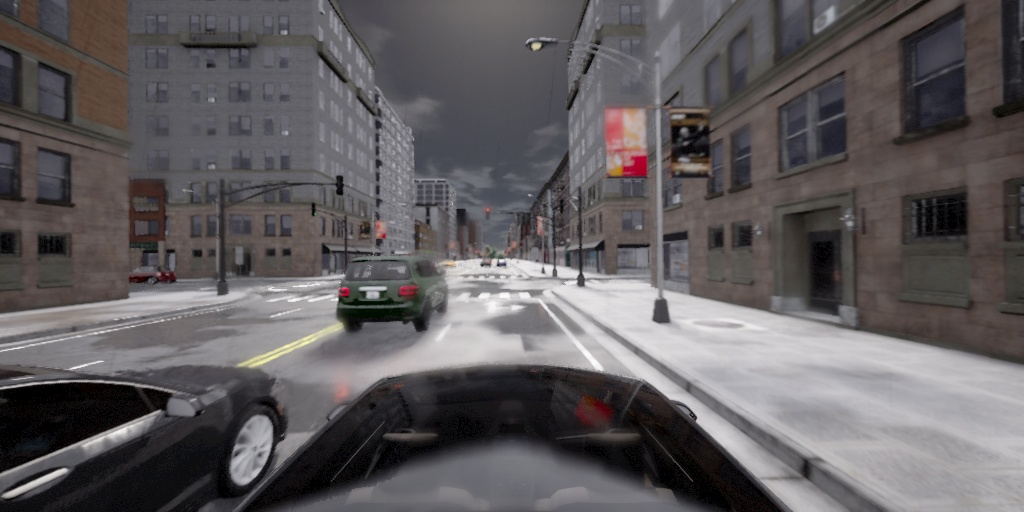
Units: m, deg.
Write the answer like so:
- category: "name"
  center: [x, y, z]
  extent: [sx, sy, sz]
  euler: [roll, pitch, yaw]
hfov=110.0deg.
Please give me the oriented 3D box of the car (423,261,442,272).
- category: "car"
  center: [-11.247, 1.484, 51.037]
  extent: [1.812, 1.442, 4.674]
  euler: [-1, 0, -1]

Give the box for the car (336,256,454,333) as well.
- category: "car"
  center: [-3.387, 1.026, 11.224]
  extent: [2.150, 2.045, 5.566]
  euler: [-1, 0, -2]

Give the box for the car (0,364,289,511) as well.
- category: "car"
  center: [-3.095, 1.292, 1.615]
  extent: [1.837, 1.490, 4.892]
  euler: [-1, 0, -2]

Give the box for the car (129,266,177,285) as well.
- category: "car"
  center: [-30.870, 1.591, 30.081]
  extent: [4.097, 1.591, 1.967]
  euler: [0, 0, -1]
